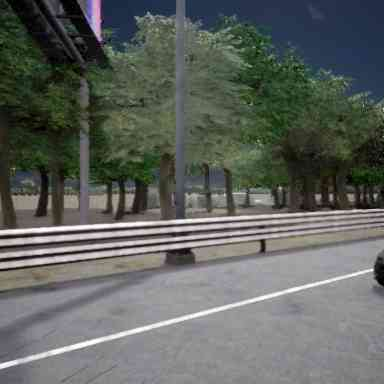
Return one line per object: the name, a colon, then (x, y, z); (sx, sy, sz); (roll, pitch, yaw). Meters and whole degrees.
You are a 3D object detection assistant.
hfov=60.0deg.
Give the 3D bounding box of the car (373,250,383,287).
car: (6.246, 1.558, 7.993); (4.181, 1.385, 1.994); (0, 0, -34)
